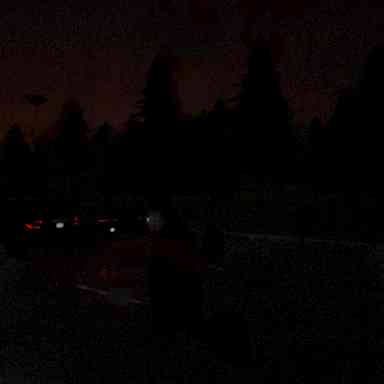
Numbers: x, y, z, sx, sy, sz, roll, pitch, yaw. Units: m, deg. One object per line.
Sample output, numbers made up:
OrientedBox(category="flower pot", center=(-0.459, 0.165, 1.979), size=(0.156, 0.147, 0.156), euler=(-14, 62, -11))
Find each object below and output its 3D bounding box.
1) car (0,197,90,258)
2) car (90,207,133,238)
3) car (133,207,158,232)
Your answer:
OrientedBox(category="car", center=(-6.734, 1.227, 13.054), size=(5.566, 2.045, 2.150), euler=(0, 0, 36))
OrientedBox(category="car", center=(-5.577, 1.495, 16.533), size=(4.902, 1.511, 2.128), euler=(0, 0, 36))
OrientedBox(category="car", center=(-4.020, 1.567, 19.727), size=(4.181, 1.385, 1.994), euler=(0, 0, 36))
